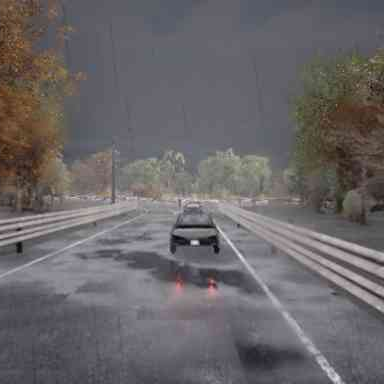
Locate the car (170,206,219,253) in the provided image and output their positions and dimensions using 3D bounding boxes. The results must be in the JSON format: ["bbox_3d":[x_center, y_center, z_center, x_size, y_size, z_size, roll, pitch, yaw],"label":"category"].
[{"bbox_3d":[0.102,1.588,14.205,2.128,1.511,4.902,0,0,0],"label":"car"}]

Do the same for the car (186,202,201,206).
[{"bbox_3d":[0.142,1.745,32.742,1.812,1.442,4.674,0,0,1],"label":"car"}]
